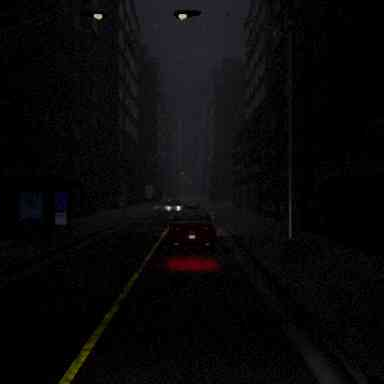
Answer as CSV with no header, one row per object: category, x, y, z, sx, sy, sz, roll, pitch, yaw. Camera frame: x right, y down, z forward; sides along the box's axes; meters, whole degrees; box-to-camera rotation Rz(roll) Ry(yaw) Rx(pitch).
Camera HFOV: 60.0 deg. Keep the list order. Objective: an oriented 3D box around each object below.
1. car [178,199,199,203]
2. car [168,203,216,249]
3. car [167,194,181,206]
car,0.000,1.544,29.650,1.812,1.442,4.674,0,0,0
car,0.000,1.488,14.650,1.882,1.535,5.008,0,0,0
car,-3.000,1.361,56.621,2.150,2.045,5.566,0,0,0
